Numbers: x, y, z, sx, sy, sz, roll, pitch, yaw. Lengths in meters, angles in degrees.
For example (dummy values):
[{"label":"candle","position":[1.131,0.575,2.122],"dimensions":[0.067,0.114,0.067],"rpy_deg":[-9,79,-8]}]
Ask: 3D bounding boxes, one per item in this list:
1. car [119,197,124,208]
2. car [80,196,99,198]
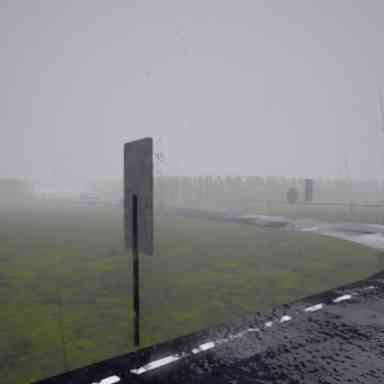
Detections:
[{"label":"car","position":[-6.931,1.174,39.019],"dimensions":[2.128,1.511,4.902],"rpy_deg":[-1,1,-35]},{"label":"car","position":[-16.117,0.763,52.060],"dimensions":[2.033,1.411,5.357],"rpy_deg":[-1,1,-35]}]
